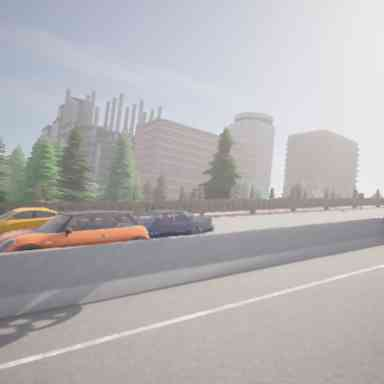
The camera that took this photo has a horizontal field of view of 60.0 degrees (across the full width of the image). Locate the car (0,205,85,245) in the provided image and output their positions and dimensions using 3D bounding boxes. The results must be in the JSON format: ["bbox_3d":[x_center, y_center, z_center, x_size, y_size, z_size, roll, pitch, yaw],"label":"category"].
[{"bbox_3d":[-7.845,1.479,15.594,5.008,1.535,1.882,0,0,-36],"label":"car"}]

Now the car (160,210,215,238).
[{"bbox_3d":[-1.397,1.556,15.899,5.357,1.411,2.033,0,0,-36],"label":"car"}]

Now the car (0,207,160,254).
[{"bbox_3d":[-3.551,1.354,10.056,4.553,1.767,2.097,0,0,-35],"label":"car"}]
